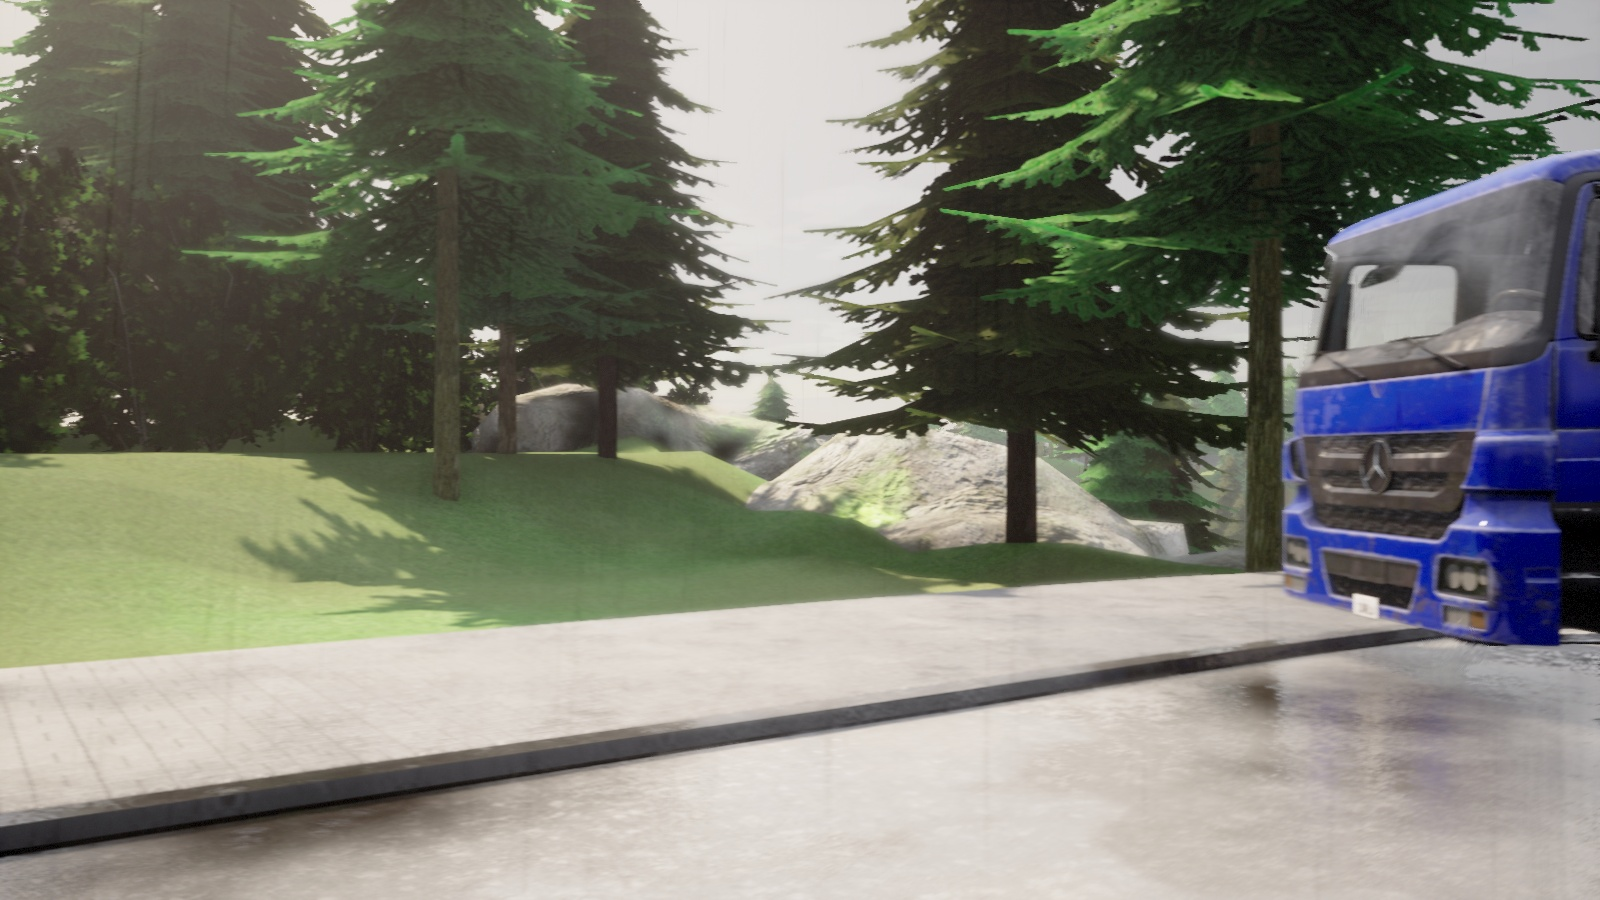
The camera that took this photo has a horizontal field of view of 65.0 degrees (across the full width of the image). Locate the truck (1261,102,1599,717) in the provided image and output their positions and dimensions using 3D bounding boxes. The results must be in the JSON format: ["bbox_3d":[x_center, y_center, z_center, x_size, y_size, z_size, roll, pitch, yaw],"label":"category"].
[{"bbox_3d":[7.748,-0.230,8.880,7.936,3.462,2.891,0,0,-5],"label":"truck"}]
